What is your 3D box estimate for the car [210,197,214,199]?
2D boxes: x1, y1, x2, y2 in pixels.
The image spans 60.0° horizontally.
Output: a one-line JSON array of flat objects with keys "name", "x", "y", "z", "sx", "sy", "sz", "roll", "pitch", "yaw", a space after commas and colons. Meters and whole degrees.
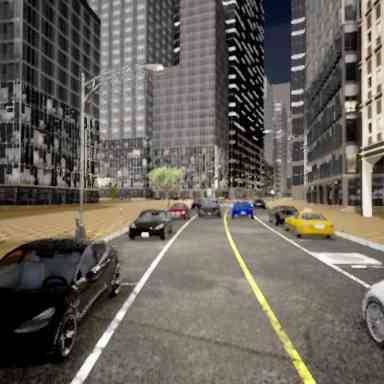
[{"name": "car", "x": 1.809, "y": 1.612, "z": 50.627, "sx": 1.752, "sy": 1.417, "sz": 4.829, "roll": 1, "pitch": 0, "yaw": 10}]

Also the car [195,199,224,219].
[{"name": "car", "x": 1.613, "y": 1.605, "z": 29.459, "sx": 1.994, "sy": 1.385, "sz": 4.181, "roll": 0, "pitch": 0, "yaw": 6}]

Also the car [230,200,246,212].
[{"name": "car", "x": 5.737, "y": 1.673, "z": 41.227, "sx": 1.895, "sy": 1.301, "sz": 4.718, "roll": 0, "pitch": 0, "yaw": 9}]

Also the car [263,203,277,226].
[{"name": "car", "x": 6.466, "y": 1.614, "z": 23.390, "sx": 1.947, "sy": 1.339, "sz": 4.313, "roll": 1, "pitch": 0, "yaw": 5}]

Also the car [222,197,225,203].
[{"name": "car", "x": 6.229, "y": 1.706, "z": 72.116, "sx": 2.008, "sy": 1.369, "sz": 4.403, "roll": 1, "pitch": 0, "yaw": 13}]

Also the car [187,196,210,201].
[{"name": "car", "x": 0.962, "y": 1.637, "z": 45.366, "sx": 1.947, "sy": 1.339, "sz": 4.313, "roll": 1, "pitch": 0, "yaw": 8}]

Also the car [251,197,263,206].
[{"name": "car", "x": 11.218, "y": 1.660, "z": 57.499, "sx": 1.887, "sy": 1.381, "sz": 4.507, "roll": 1, "pitch": 0, "yaw": 11}]

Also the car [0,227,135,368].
[{"name": "car", "x": -2.478, "y": 1.562, "z": 5.957, "sx": 1.947, "sy": 1.339, "sz": 4.313, "roll": 1, "pitch": 0, "yaw": 1}]

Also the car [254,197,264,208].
[{"name": "car", "x": 9.229, "y": 1.655, "z": 46.345, "sx": 1.947, "sy": 1.339, "sz": 4.313, "roll": 1, "pitch": 0, "yaw": 9}]

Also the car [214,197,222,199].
[{"name": "car", "x": 3.860, "y": 1.669, "z": 61.562, "sx": 2.008, "sy": 1.369, "sz": 4.403, "roll": 1, "pitch": 0, "yaw": 11}]

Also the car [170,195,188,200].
[{"name": "car", "x": -4.004, "y": 1.784, "z": 90.126, "sx": 4.313, "sy": 1.339, "sz": 1.947, "roll": 0, "pitch": -1, "yaw": 22}]

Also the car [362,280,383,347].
[{"name": "car", "x": 3.589, "y": 1.546, "z": 3.357, "sx": 1.812, "sy": 1.442, "sz": 4.674, "roll": 0, "pitch": 0, "yaw": 1}]

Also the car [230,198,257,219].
[{"name": "car", "x": 4.398, "y": 1.527, "z": 29.465, "sx": 1.882, "sy": 1.535, "sz": 5.008, "roll": 0, "pitch": 0, "yaw": 6}]

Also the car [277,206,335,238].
[{"name": "car", "x": 6.056, "y": 1.567, "z": 17.728, "sx": 1.752, "sy": 1.417, "sz": 4.829, "roll": 1, "pitch": 0, "yaw": 4}]

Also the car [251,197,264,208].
[{"name": "car", "x": 10.179, "y": 1.543, "z": 51.952, "sx": 1.967, "sy": 1.590, "sz": 4.097, "roll": 1, "pitch": 0, "yaw": 11}]

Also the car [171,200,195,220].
[{"name": "car", "x": -1.112, "y": 1.614, "z": 28.659, "sx": 1.802, "sy": 1.307, "sz": 4.206, "roll": 1, "pitch": 0, "yaw": 6}]

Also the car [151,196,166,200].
[{"name": "car", "x": -9.188, "y": 1.795, "z": 92.221, "sx": 4.403, "sy": 1.369, "sz": 2.008, "roll": 0, "pitch": -1, "yaw": 22}]

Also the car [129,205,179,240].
[{"name": "car", "x": -2.000, "y": 1.578, "z": 17.348, "sx": 1.947, "sy": 1.339, "sz": 4.313, "roll": 1, "pitch": 0, "yaw": 3}]
